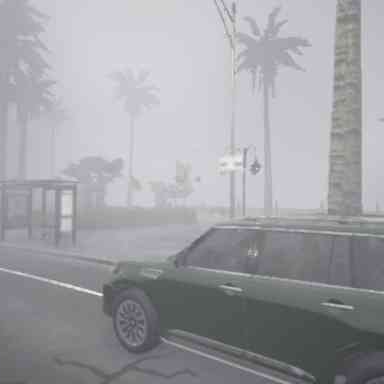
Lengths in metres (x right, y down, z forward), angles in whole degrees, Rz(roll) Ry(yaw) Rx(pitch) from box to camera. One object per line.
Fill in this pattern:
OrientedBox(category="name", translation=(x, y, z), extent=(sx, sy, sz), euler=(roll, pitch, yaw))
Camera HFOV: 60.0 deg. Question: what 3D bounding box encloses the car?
OrientedBox(category="car", translation=(1.154, 1.315, 4.521), extent=(5.566, 2.045, 2.150), euler=(0, -1, 38))
